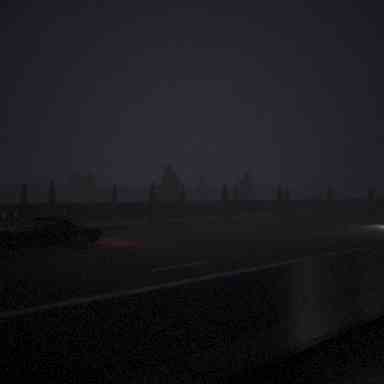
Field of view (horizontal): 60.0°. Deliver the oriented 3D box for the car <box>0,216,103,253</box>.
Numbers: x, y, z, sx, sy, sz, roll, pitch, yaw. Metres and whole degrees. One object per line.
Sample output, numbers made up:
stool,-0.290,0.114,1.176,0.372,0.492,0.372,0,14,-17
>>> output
car,-5.954,1.602,12.626,4.718,1.301,1.895,0,0,-35
